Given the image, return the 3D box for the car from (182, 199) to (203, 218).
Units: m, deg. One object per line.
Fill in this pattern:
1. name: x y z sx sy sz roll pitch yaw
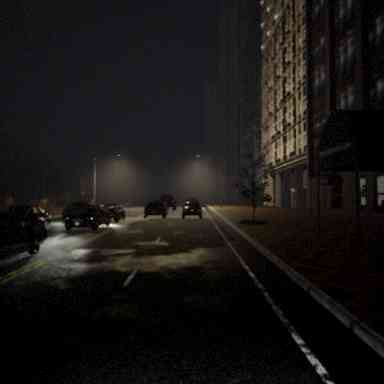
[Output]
1. car: 0.014 1.630 30.671 2.033 1.411 5.357 0 0 0

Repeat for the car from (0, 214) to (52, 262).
1. car: -6.561 1.618 10.761 1.895 1.301 4.718 0 0 1

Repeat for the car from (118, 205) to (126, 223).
1. car: -6.494 1.644 26.181 1.994 1.385 4.181 0 0 0

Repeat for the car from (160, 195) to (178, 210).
1. car: -3.195 1.373 44.701 2.150 2.045 5.566 0 0 1

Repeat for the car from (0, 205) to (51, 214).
1. car: -9.755 1.530 18.931 2.128 1.511 4.902 0 0 0

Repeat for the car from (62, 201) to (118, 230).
1. car: -6.495 1.538 21.242 2.128 1.511 4.902 0 0 0

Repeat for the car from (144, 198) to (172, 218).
1. car: -3.235 1.560 30.754 1.882 1.535 5.008 0 -1 0

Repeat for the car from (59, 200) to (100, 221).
1. car: -9.743 1.554 29.205 1.882 1.535 5.008 0 0 0
